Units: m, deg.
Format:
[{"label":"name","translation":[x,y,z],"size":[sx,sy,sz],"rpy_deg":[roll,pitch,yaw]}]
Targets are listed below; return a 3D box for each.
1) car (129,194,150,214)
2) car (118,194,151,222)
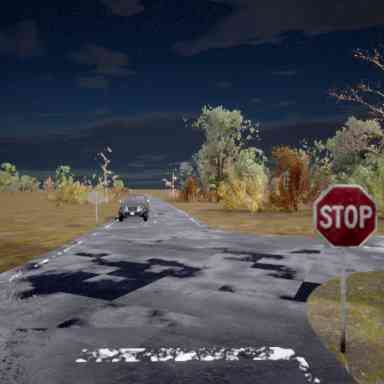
[{"label":"car","translation":[-5.864,1.213,37.474],"size":[2.150,2.045,5.566],"rpy_deg":[0,0,-8]},{"label":"car","translation":[-4.632,1.217,27.043],"size":[2.150,2.045,5.566],"rpy_deg":[0,0,-6]}]
